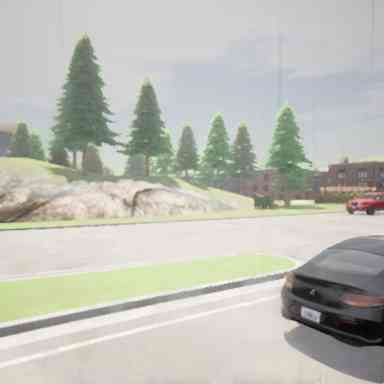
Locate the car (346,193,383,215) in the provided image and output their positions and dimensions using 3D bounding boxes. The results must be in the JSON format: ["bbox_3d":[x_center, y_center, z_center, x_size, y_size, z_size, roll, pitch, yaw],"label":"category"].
[{"bbox_3d":[17.190,1.076,31.888,5.566,2.045,2.150,0,0,-31],"label":"car"}]

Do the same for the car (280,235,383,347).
[{"bbox_3d":[3.549,1.501,5.798,4.674,1.442,1.812,0,0,-33],"label":"car"}]
